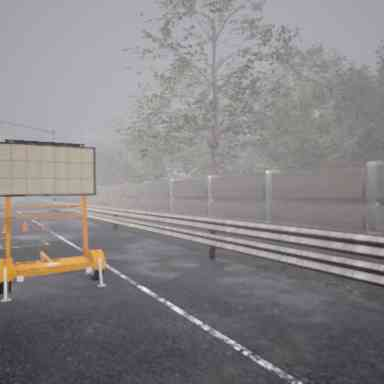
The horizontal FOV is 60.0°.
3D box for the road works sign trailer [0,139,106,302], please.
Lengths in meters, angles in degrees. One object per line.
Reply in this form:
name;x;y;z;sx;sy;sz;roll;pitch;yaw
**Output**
road works sign trailer;-3.767;0.501;8.681;2.380;3.560;2.880;-1;0;-31
